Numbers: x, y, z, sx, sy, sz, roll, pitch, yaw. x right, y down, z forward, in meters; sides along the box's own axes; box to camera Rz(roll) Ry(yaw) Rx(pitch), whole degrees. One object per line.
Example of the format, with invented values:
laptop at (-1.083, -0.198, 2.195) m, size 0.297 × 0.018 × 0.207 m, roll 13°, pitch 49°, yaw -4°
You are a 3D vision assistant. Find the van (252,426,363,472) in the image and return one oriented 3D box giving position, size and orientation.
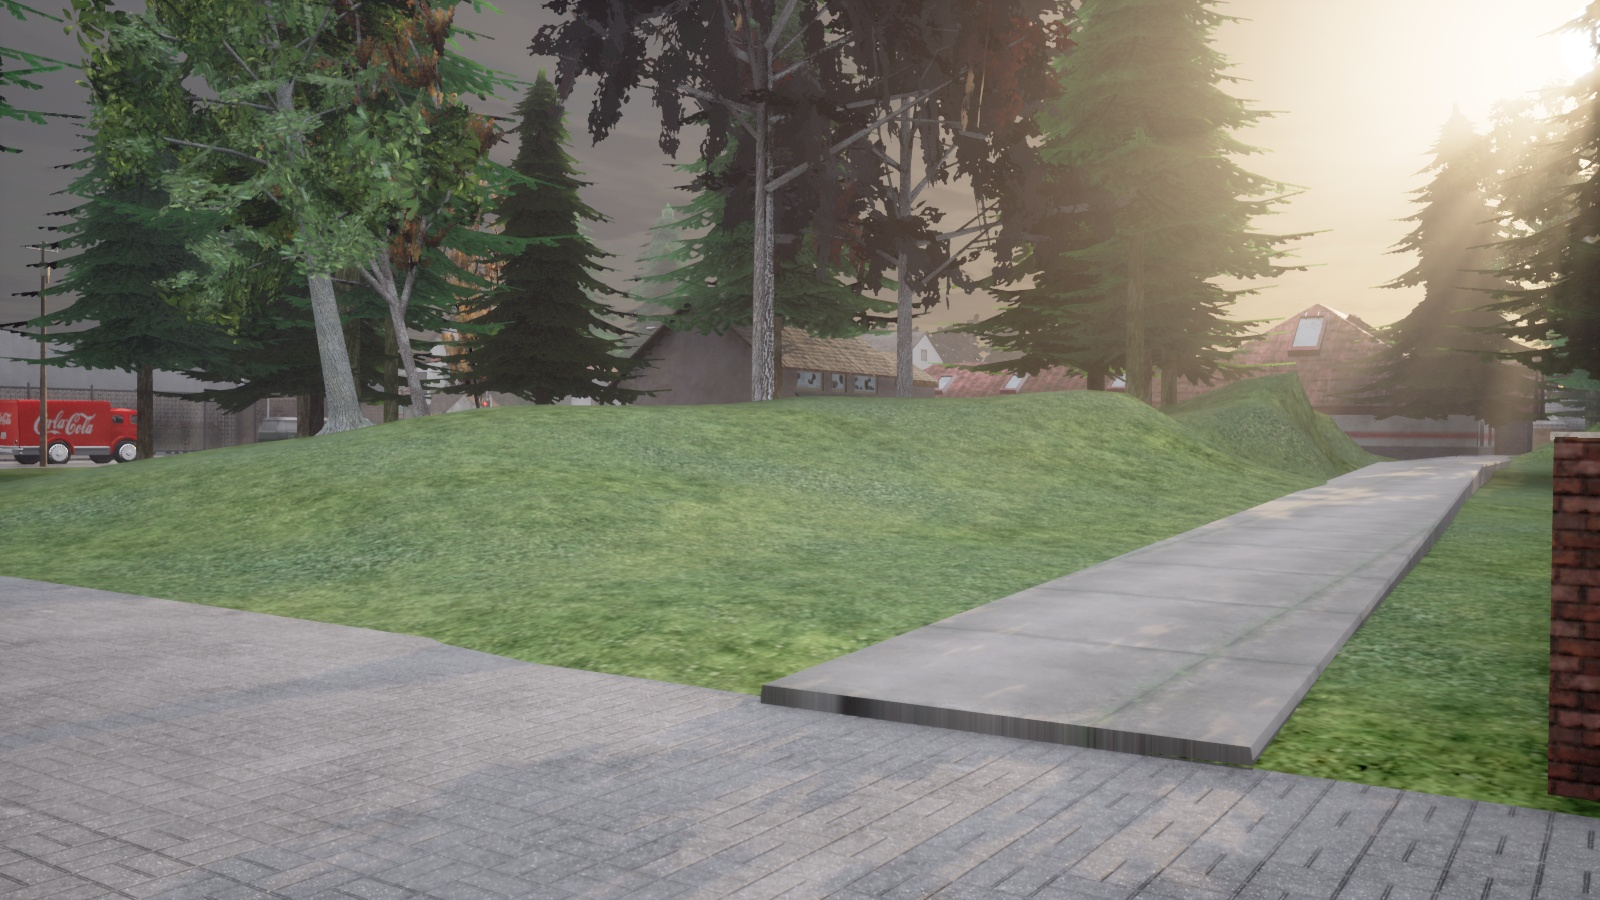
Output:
van at (-22.077, -0.087, 56.452) m, size 1.775 × 1.987 × 4.442 m, roll 0°, pitch 1°, yaw 33°

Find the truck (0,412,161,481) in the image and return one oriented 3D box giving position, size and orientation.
truck at (-27.698, -0.160, 47.996) m, size 2.627 × 2.467 × 5.204 m, roll 0°, pitch 1°, yaw 34°
